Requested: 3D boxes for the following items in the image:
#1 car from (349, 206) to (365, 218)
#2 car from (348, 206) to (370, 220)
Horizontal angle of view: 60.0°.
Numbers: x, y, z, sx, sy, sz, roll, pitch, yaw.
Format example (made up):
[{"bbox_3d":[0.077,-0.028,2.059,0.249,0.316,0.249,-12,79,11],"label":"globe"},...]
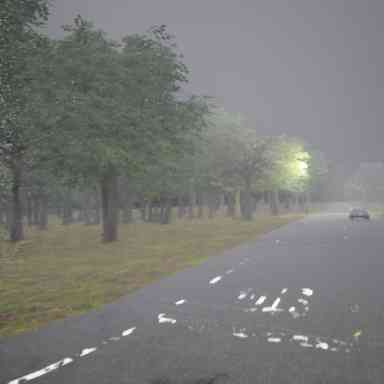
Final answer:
[{"bbox_3d":[23.567,2.811,47.699,1.882,1.535,5.008,-2,-3,24],"label":"car"},{"bbox_3d":[19.967,2.566,39.612,1.994,1.385,4.181,-2,-3,25],"label":"car"}]
